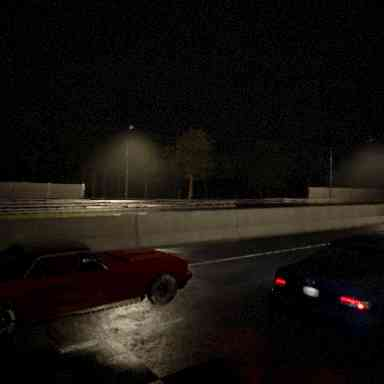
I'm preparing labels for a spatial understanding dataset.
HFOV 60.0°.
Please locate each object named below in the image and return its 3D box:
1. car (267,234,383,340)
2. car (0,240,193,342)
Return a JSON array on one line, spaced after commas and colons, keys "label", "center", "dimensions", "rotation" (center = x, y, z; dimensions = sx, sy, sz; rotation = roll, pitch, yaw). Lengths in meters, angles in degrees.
[{"label": "car", "center": [3.839, 1.561, 6.484], "dimensions": [5.357, 1.411, 2.033], "rotation": [0, 0, -35]}, {"label": "car", "center": [-2.322, 1.603, 6.389], "dimensions": [4.718, 1.301, 1.895], "rotation": [0, 0, -35]}]
